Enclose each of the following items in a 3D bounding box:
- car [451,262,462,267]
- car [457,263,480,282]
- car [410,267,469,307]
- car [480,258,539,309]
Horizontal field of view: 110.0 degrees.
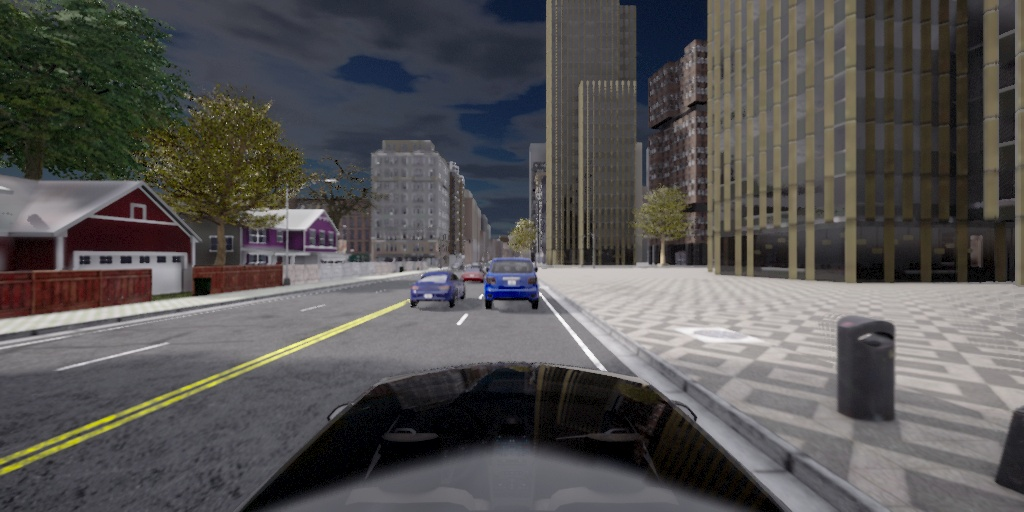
[{"bbox_3d":[-9.825,1.878,64.444,2.128,1.511,4.902,0,-1,1],"label":"car"},{"bbox_3d":[-3.260,1.594,31.145,1.994,1.385,4.181,0,-1,0],"label":"car"},{"bbox_3d":[-3.251,1.410,16.234,1.812,1.442,4.674,0,0,0],"label":"car"},{"bbox_3d":[-0.006,1.097,15.865,2.150,2.045,5.566,0,0,0],"label":"car"}]
